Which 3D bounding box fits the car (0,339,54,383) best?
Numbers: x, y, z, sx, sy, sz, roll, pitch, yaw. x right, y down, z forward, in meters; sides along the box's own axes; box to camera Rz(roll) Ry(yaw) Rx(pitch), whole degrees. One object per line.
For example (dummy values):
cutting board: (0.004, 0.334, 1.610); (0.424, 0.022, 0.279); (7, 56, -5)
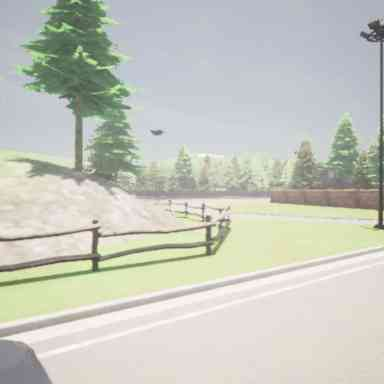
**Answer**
car: (-3.288, 1.528, 1.266); (5.357, 1.411, 2.033); (0, 0, -37)
